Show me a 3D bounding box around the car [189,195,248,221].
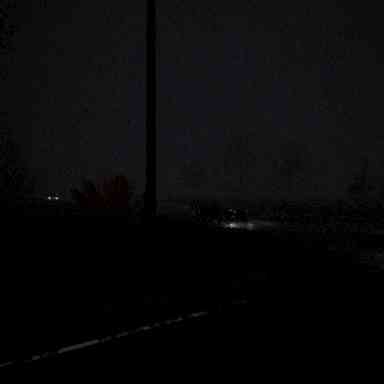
[{"bbox_3d":[2.194,1.300,26.146,1.882,1.535,5.008,-1,1,-35],"label":"car"}]

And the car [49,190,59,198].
[{"bbox_3d":[-32.455,0.423,77.581,2.097,1.767,4.553,-1,1,-28],"label":"car"}]

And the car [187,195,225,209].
[{"bbox_3d":[1.597,1.128,39.130,1.837,1.490,4.892,-1,1,-35],"label":"car"}]
